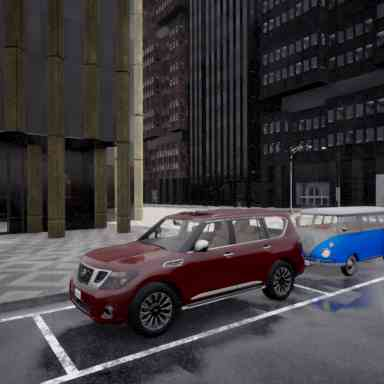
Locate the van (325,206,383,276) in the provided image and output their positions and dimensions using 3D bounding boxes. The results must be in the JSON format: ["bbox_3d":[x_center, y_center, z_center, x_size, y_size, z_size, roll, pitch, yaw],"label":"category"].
[{"bbox_3d":[4.704,1.341,10.020,3.998,1.788,1.690,0,0,-36],"label":"van"}]

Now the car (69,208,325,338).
[{"bbox_3d":[0.208,1.314,6.809,5.009,1.841,2.192,0,0,-36],"label":"car"}]
